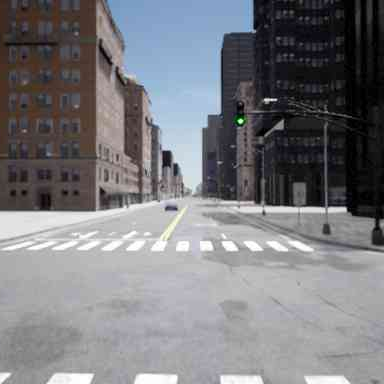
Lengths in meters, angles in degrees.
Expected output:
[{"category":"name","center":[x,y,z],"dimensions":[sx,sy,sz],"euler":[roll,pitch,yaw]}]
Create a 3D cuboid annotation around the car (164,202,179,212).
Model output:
[{"category":"car","center":[-2.926,2.136,48.070],"dimensions":[1.895,1.301,4.718],"euler":[0,0,0]}]
